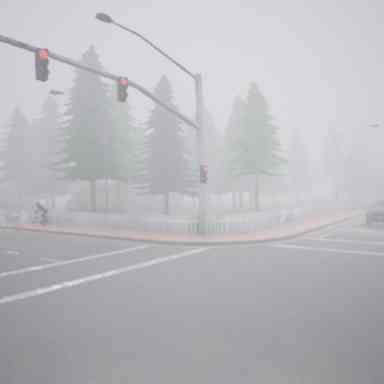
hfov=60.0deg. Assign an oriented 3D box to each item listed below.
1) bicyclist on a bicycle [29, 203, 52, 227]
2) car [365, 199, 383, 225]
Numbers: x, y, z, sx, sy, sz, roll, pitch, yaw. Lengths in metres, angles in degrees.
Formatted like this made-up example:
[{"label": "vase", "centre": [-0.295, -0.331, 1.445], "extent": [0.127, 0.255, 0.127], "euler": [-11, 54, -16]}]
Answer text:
[{"label": "bicyclist on a bicycle", "centre": [-10.240, 1.537, 22.518], "extent": [0.582, 1.620, 1.656], "euler": [-1, 0, 36]}, {"label": "car", "centre": [12.422, 1.206, 21.147], "extent": [1.882, 1.535, 5.008], "euler": [-1, 0, 38]}]
